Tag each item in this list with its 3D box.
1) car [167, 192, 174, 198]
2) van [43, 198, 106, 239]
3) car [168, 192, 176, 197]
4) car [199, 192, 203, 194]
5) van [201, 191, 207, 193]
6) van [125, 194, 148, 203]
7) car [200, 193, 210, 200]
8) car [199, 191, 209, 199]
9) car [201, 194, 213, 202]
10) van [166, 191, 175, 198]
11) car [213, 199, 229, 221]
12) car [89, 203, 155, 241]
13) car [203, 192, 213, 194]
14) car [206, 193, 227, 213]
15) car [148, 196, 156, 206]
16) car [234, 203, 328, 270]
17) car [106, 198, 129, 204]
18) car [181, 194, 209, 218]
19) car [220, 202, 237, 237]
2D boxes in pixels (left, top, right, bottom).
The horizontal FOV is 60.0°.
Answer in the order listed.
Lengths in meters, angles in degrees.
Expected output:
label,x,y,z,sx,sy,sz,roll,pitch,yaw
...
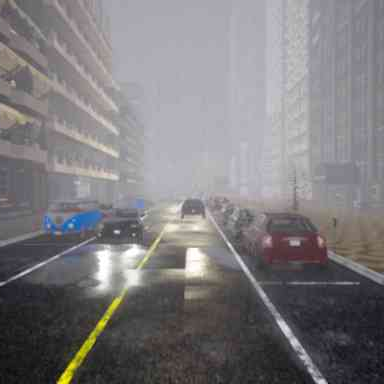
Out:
label,x,y,z,sx,sy,sz,roll,pitch,yaw
car,-5.659,0.813,87.798,1.752,1.417,4.829,0,0,0
van,-5.681,1.198,16.172,1.690,1.788,3.998,0,0,0
car,-5.658,0.814,93.491,1.947,1.339,4.313,0,0,0
car,0.115,1.150,46.340,2.033,1.411,5.357,0,0,0
van,2.712,0.877,54.827,1.690,1.788,3.998,0,0,0
van,-5.676,1.055,32.739,1.690,1.788,3.998,0,0,0
car,2.717,0.960,71.396,2.008,1.369,4.403,0,0,0
car,2.719,0.683,76.918,2.192,1.841,5.009,0,0,0
car,2.713,1.044,60.351,2.008,1.369,4.403,0,0,0
van,-5.661,0.668,82.443,1.690,1.788,3.998,0,0,0
car,2.701,1.360,21.693,2.008,1.369,4.403,0,0,0
car,-3.086,1.425,15.645,1.994,1.385,4.181,0,1,0
car,2.710,1.124,49.306,1.887,1.381,4.507,0,0,0
car,2.705,1.154,32.736,1.967,1.590,4.097,0,0,0
car,-5.673,1.174,43.786,2.008,1.369,4.403,0,0,0
car,2.698,1.345,10.646,1.967,1.590,4.097,0,0,0
car,-5.680,1.354,21.696,1.887,1.381,4.507,0,0,0
car,0.110,1.237,27.388,1.882,1.535,5.008,0,1,0
car,2.699,1.408,16.170,2.008,1.369,4.403,0,0,0
